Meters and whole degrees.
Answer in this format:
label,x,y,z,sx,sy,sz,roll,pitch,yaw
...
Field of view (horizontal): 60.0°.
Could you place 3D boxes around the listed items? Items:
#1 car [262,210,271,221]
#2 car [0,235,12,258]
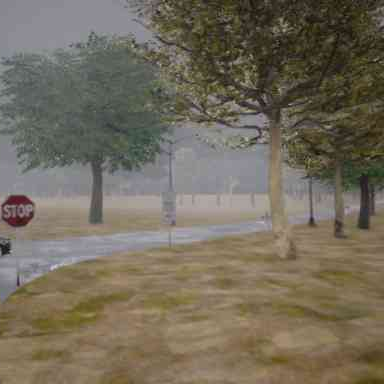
label,x,y,z,sx,sy,sz,roll,pitch,yaw
car,12.808,3.650,53.368,2.097,1.767,4.553,-3,-3,32
car,-9.220,1.923,12.161,2.128,1.511,4.902,-3,-4,32
